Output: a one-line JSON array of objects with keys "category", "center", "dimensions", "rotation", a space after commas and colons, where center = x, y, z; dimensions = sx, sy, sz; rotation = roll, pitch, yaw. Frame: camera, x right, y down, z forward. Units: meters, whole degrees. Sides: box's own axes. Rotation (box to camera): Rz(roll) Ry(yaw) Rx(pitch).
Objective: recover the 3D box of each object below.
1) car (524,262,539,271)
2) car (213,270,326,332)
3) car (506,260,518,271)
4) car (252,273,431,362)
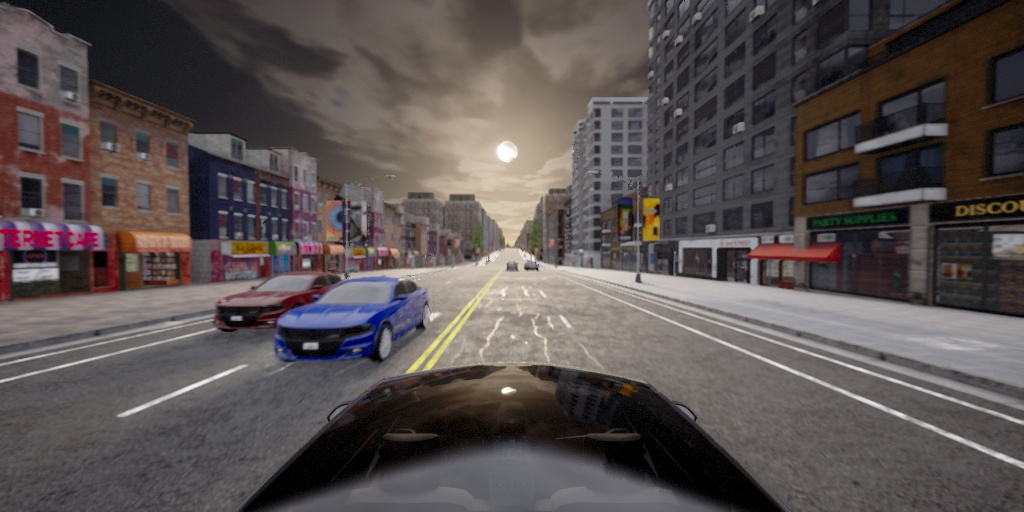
[{"category": "car", "center": [3.269, 1.652, 58.407], "dimensions": [1.994, 1.385, 4.181], "rotation": [0, -1, 0]}, {"category": "car", "center": [-6.545, 1.231, 11.045], "dimensions": [1.882, 1.535, 5.008], "rotation": [0, 0, 0]}, {"category": "car", "center": [0.019, 1.572, 58.027], "dimensions": [2.128, 1.511, 4.902], "rotation": [0, -1, 0]}, {"category": "car", "center": [-3.302, 1.229, 8.433], "dimensions": [1.882, 1.535, 5.008], "rotation": [0, 0, 1]}]
